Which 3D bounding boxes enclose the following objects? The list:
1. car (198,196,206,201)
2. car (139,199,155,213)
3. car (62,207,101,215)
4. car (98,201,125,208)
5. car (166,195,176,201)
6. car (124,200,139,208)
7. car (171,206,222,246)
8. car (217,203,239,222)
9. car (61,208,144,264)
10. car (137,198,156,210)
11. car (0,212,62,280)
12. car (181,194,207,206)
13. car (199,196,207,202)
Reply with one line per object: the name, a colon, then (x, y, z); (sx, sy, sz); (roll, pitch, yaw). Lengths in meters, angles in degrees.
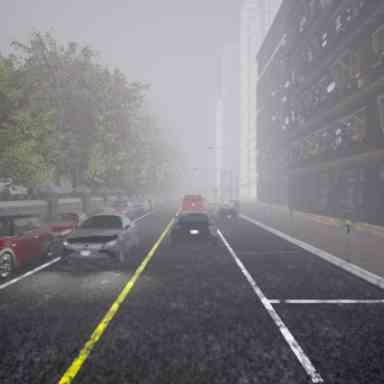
car: (2.677, 1.630, 86.532); (1.947, 1.339, 4.313); (0, 0, 0)
car: (-5.772, 1.563, 37.440); (2.008, 1.369, 4.403); (0, 0, 0)
car: (-5.691, 1.585, 15.286); (1.802, 1.307, 4.206); (0, 0, 0)
car: (-5.692, 1.530, 20.655); (1.752, 1.417, 4.829); (0, 0, 0)
car: (-5.703, 1.646, 86.531); (1.802, 1.307, 4.206); (0, 0, 0)
car: (-5.693, 1.447, 26.364); (1.967, 1.590, 4.097); (0, 0, 0)
car: (0.096, 1.567, 15.353); (1.994, 1.385, 4.181); (0, 0, 0)
car: (2.687, 1.558, 26.368); (2.008, 1.369, 4.403); (0, 0, 0)
car: (-3.104, 1.528, 12.030); (1.812, 1.442, 4.674); (0, 0, 0)
car: (-5.825, 1.561, 42.980); (1.887, 1.381, 4.507); (0, 0, 0)
car: (-5.689, 1.441, 9.748); (1.967, 1.590, 4.097); (0, 0, 0)
car: (0.095, 1.231, 33.100); (2.150, 2.045, 5.566); (0, 0, 0)
car: (2.678, 1.623, 80.899); (1.947, 1.339, 4.313); (0, 0, 0)
